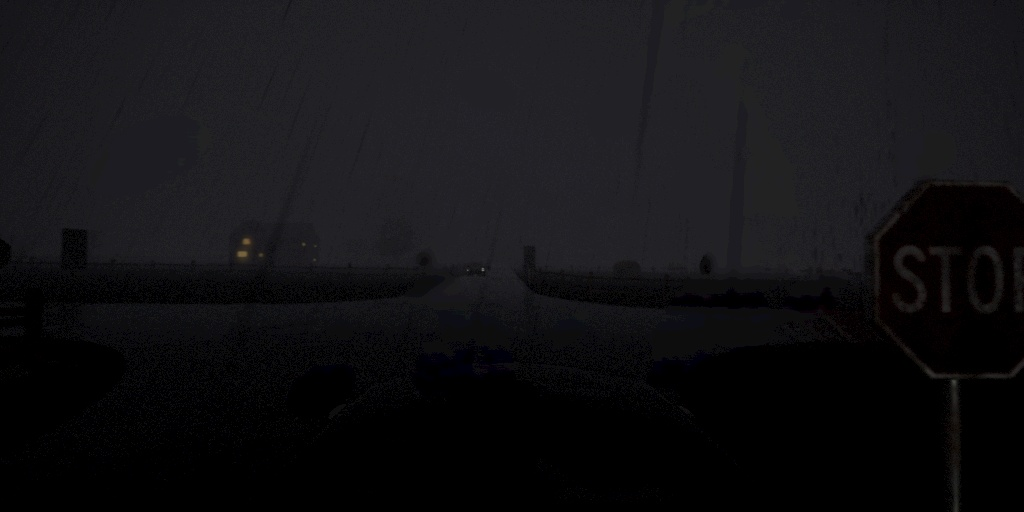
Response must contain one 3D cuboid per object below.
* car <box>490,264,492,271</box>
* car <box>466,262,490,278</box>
[{"bbox_3d":[-4.456,1.930,62.170,1.895,1.301,4.718,0,-1,-1],"label":"car"},{"bbox_3d":[-3.953,1.469,40.331,2.097,1.767,4.553,0,-1,-2],"label":"car"}]
